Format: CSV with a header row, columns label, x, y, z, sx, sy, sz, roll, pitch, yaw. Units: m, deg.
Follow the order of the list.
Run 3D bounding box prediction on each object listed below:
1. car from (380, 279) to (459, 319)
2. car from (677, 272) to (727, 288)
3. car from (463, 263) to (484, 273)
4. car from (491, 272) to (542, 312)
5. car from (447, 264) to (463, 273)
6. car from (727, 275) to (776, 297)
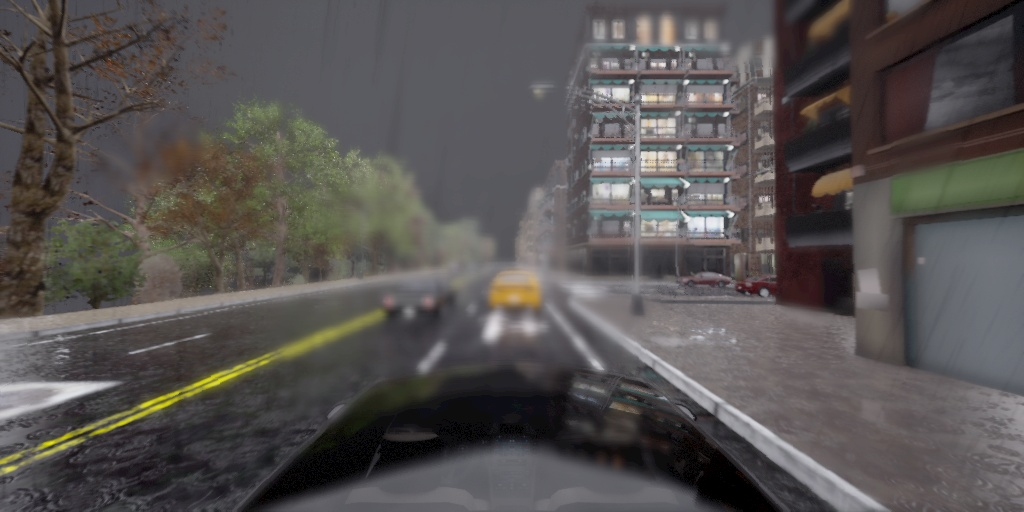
label,x,y,z,sx,sy,sz,roll,pitch,yaw
car,-3.206,1.512,13.513,1.895,1.301,4.718,0,-1,1
car,16.291,2.008,30.589,4.207,1.307,1.802,0,0,0
car,-6.545,2.069,61.217,2.128,1.511,4.902,0,-1,1
car,0.268,1.416,15.409,1.882,1.535,5.008,0,-1,4
car,-9.791,2.102,61.207,1.812,1.442,4.674,0,-1,1
car,16.340,1.858,22.242,4.507,1.381,1.888,0,0,0
